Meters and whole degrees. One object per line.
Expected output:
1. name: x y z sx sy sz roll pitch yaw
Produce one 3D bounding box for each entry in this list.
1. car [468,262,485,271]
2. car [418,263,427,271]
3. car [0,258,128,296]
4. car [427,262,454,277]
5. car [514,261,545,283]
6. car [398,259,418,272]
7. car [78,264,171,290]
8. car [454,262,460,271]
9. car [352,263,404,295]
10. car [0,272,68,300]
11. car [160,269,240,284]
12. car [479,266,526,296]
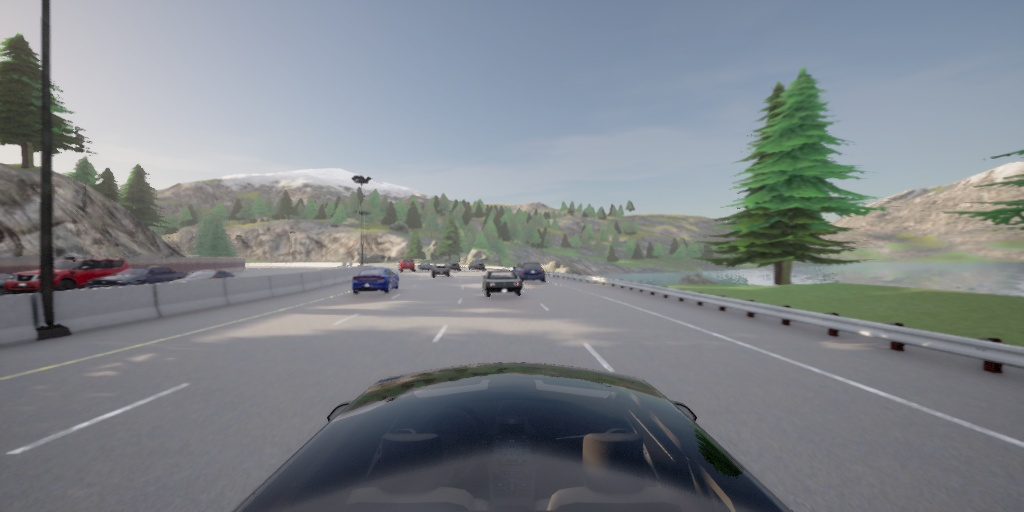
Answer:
1. car: -5.513 1.608 55.964 1.837 1.490 4.892 1 -1 -20
2. car: -14.730 1.786 60.528 1.994 1.385 4.181 0 0 -23
3. car: -25.875 1.155 21.390 2.150 2.045 5.566 -1 0 -8
4. car: -8.093 1.535 40.235 2.128 1.511 4.902 0 0 -15
5. car: 1.217 1.240 29.462 2.097 1.767 4.553 -1 0 -10
6. car: -16.733 1.444 56.772 2.150 2.045 5.566 0 -1 -23
7. car: -22.414 1.348 21.925 2.033 1.411 5.357 -1 0 -8
8. car: -9.482 1.653 56.709 1.837 1.490 4.892 1 -1 -21
9. car: -8.093 1.420 21.650 1.882 1.535 5.008 0 0 -8
10. car: -29.337 1.721 20.910 1.994 1.385 4.181 -1 0 -8
11. car: -18.948 1.604 22.429 1.812 1.442 4.674 -1 0 -8
12. car: -0.671 1.458 20.163 1.895 1.301 4.718 -1 0 -7
